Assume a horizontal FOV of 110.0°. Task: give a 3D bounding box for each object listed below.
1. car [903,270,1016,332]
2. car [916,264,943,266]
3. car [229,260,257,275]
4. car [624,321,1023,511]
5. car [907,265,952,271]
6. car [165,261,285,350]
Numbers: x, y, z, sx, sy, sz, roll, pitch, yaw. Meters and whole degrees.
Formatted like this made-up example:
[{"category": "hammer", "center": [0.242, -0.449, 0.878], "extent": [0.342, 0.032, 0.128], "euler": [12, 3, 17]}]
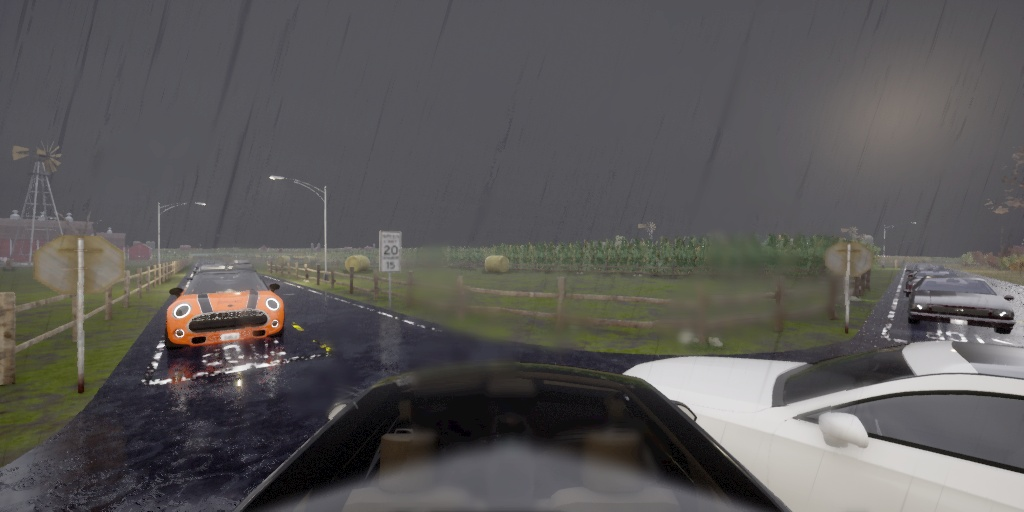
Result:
[{"category": "car", "center": [13.656, 1.333, 11.131], "extent": [5.357, 1.411, 2.033], "euler": [0, 1, -42]}, {"category": "car", "center": [28.722, 1.303, 24.725], "extent": [4.902, 1.511, 2.128], "euler": [0, 1, -42]}, {"category": "car", "center": [-30.010, 1.251, 39.915], "extent": [2.128, 1.511, 4.902], "euler": [0, 0, -41]}, {"category": "car", "center": [2.863, 1.293, 2.197], "extent": [1.812, 1.442, 4.674], "euler": [0, 1, -43]}, {"category": "car", "center": [21.073, 1.360, 17.829], "extent": [4.181, 1.385, 1.994], "euler": [0, 1, -43]}, {"category": "car", "center": [-7.454, 1.136, 9.422], "extent": [2.097, 1.767, 4.553], "euler": [0, 0, -39]}]
